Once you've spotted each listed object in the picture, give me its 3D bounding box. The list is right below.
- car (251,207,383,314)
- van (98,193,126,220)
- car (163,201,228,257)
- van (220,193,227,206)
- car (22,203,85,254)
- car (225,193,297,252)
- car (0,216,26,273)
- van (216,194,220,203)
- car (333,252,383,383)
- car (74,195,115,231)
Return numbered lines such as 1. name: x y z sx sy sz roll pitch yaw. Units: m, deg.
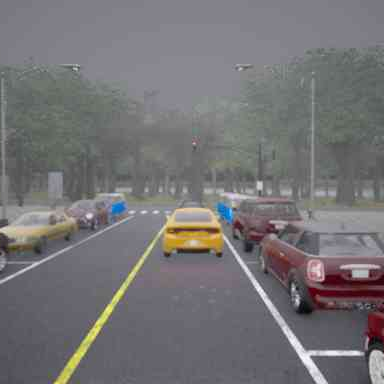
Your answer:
1. car: 2.738 1.326 7.359 1.967 1.590 4.097 0 1 0
2. van: -5.838 0.990 23.642 1.690 1.788 3.998 0 1 0
3. car: 0.043 1.294 12.178 1.882 1.535 5.008 0 1 0
4. van: 2.704 1.066 18.232 1.690 1.788 3.998 0 1 0
5. car: -5.803 1.338 12.601 1.752 1.417 4.829 0 1 0
6. car: 2.721 1.120 12.795 2.192 1.841 5.009 0 1 0
7. car: -5.786 1.457 7.335 1.947 1.339 4.313 0 1 0
8. van: 2.687 0.985 23.669 1.690 1.788 3.998 0 1 0
9. car: 2.756 1.512 1.924 1.887 1.381 4.507 0 1 0
10. car: -5.821 1.170 18.207 1.967 1.590 4.097 0 1 0
